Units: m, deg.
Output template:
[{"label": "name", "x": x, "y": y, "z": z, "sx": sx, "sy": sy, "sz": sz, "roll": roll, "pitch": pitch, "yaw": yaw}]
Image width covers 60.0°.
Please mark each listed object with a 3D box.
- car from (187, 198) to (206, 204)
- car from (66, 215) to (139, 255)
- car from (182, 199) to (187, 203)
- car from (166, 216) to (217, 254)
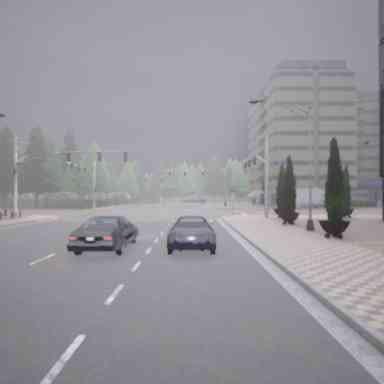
[{"label": "car", "x": 1.748, "y": 2.358, "z": 90.190, "sx": 1.882, "sy": 1.535, "sz": 5.008, "roll": 0, "pitch": -1, "yaw": 38}, {"label": "car", "x": -3.513, "y": 1.685, "z": 13.975, "sx": 2.033, "sy": 1.411, "sz": 5.357, "roll": 0, "pitch": -1, "yaw": 0}, {"label": "car", "x": -0.573, "y": 2.446, "z": 92.866, "sx": 2.033, "sy": 1.411, "sz": 5.357, "roll": 0, "pitch": -1, "yaw": 38}, {"label": "car", "x": -0.012, "y": 1.705, "z": 14.293, "sx": 1.994, "sy": 1.385, "sz": 4.181, "roll": 0, "pitch": -1, "yaw": 0}]
